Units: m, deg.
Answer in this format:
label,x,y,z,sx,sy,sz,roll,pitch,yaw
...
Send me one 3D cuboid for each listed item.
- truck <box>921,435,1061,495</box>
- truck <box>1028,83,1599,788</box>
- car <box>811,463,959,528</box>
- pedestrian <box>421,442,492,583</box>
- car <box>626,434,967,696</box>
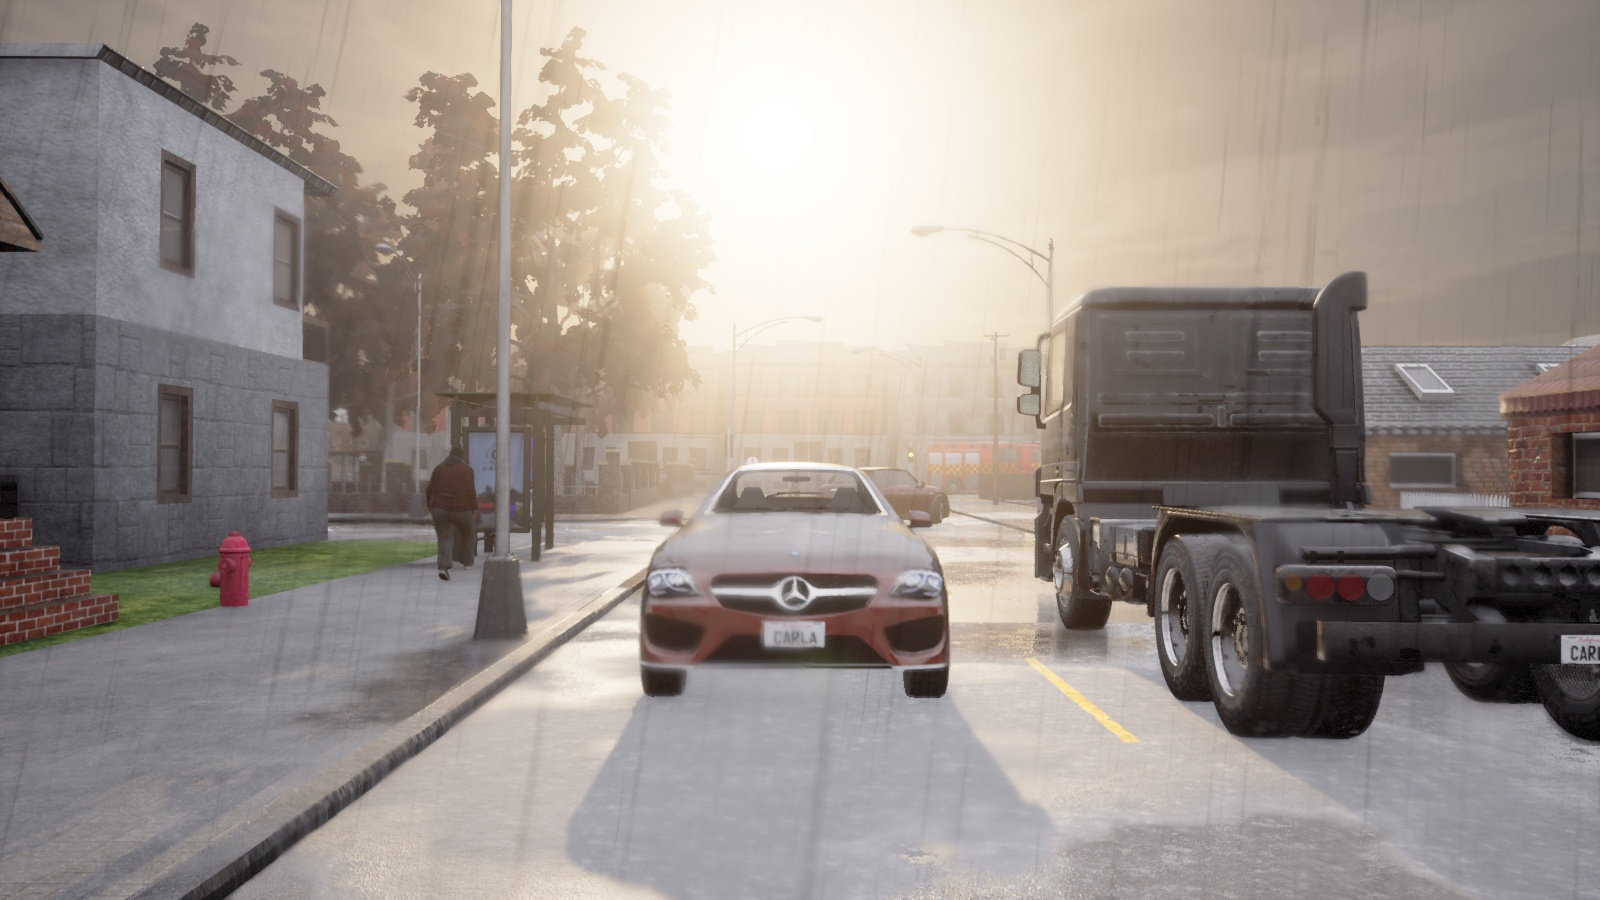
label,x,y,z,sx,sy,sz,roll,pitch,yaw
truck,12.291,0.961,81.207,8.468,3.827,2.891,0,-1,-7
truck,3.956,-0.013,10.135,2.891,3.462,7.936,0,-1,1
car,2.551,1.279,36.786,2.097,1.767,4.553,-1,-1,38
pedestrian,-4.599,0.825,16.847,0.634,1.844,0.899,0,-1,5
car,-0.027,0.769,10.463,2.152,1.651,5.027,0,-1,0
